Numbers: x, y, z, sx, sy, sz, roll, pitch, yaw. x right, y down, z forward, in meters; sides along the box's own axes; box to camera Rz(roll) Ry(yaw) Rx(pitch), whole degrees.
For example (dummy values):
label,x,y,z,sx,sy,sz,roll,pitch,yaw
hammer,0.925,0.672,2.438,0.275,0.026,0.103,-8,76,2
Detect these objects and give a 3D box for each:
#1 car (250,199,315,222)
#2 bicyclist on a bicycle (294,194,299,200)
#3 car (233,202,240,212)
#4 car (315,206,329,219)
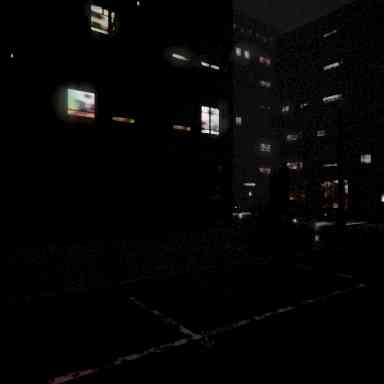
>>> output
label,x,y,z,sx,sy,sz,roll,pitch,yaw
car,6.206,1.342,24.168,2.008,1.369,4.403,1,0,-36
bicyclist on a bicycle,11.451,1.011,36.190,1.656,1.620,0.582,0,1,-36
car,2.723,1.167,33.332,1.837,1.490,4.892,0,1,-36
car,8.223,1.318,25.813,1.812,1.442,4.674,0,1,-37
